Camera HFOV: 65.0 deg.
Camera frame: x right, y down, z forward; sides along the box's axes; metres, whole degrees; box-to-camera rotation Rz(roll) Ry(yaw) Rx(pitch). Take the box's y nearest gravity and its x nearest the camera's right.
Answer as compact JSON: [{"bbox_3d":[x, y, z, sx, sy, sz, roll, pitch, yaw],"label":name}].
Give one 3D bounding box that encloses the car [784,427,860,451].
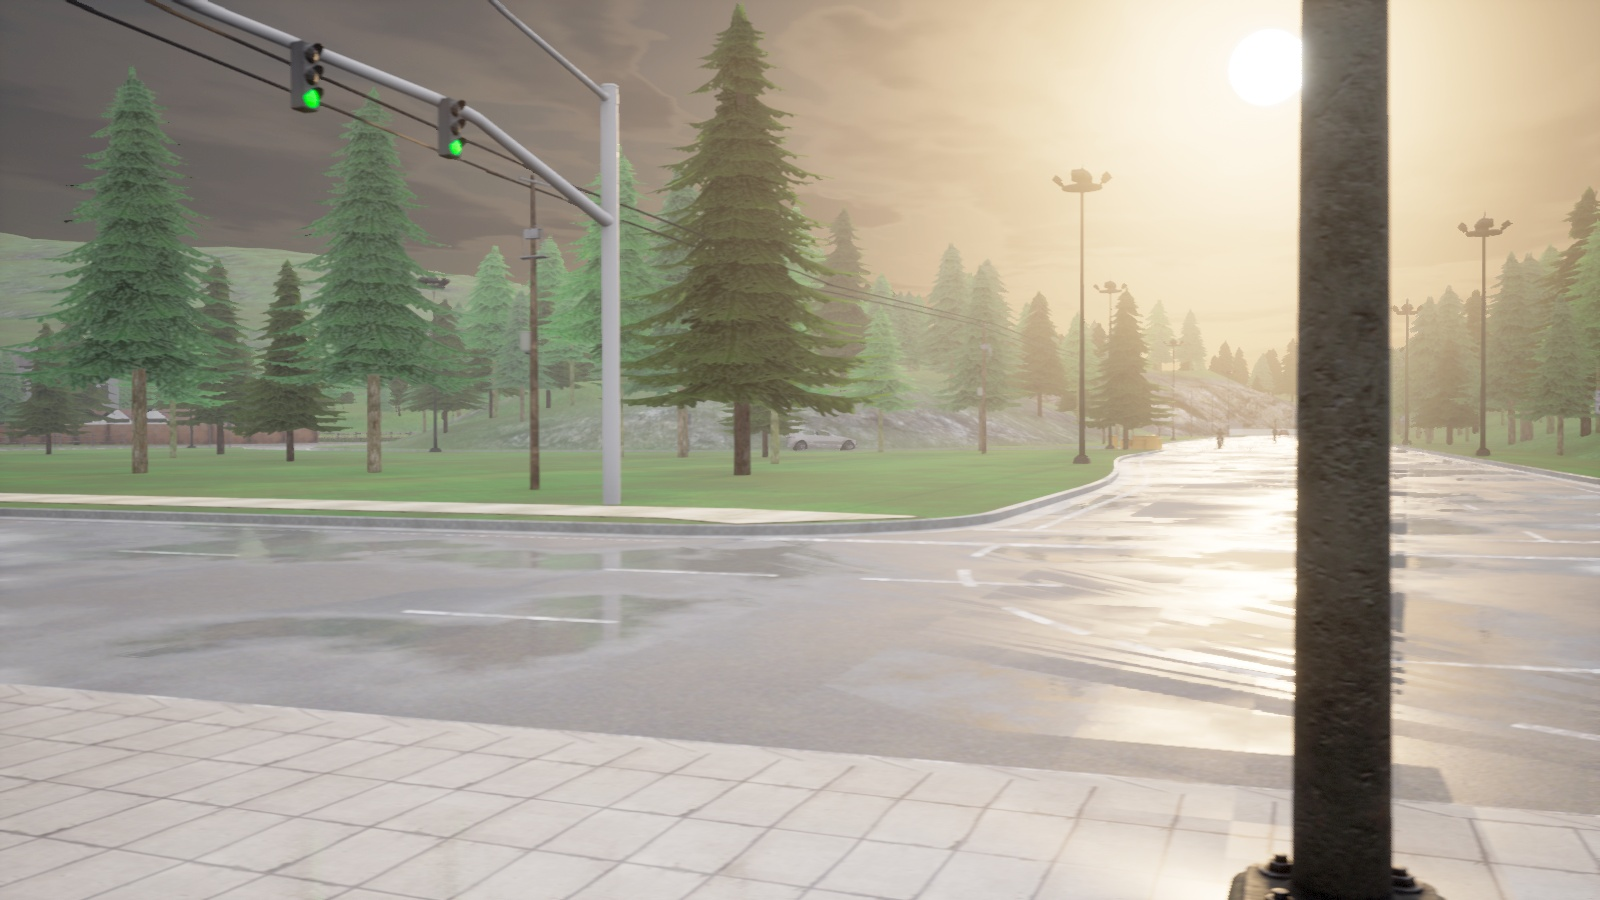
[{"bbox_3d":[1.513,-0.780,87.224,5.027,1.651,2.152,0,1,-6],"label":"car"}]
